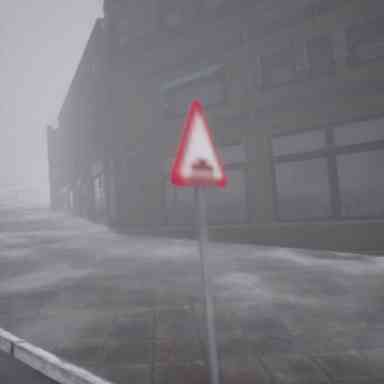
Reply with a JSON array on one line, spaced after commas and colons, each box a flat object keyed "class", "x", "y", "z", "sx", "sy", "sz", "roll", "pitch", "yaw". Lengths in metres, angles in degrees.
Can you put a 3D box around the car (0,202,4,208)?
[{"class": "car", "x": -31.054, "y": 1.977, "z": 51.074, "sx": 1.895, "sy": 1.301, "sz": 4.718, "roll": -4, "pitch": 0, "yaw": 2}]
